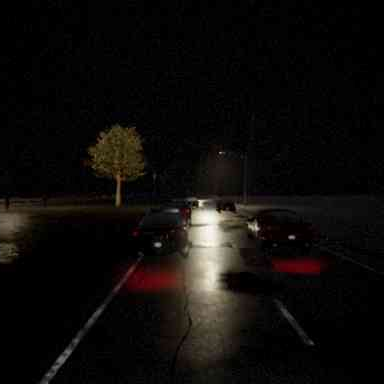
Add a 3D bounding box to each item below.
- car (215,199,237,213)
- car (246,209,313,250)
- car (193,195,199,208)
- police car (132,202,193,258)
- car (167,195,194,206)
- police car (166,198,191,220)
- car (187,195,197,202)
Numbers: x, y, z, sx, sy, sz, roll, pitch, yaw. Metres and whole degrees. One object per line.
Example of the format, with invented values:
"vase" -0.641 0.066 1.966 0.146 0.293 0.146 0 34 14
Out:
"car" 3.608 1.492 36.125 1.812 1.442 4.674 0 0 0
"car" 3.598 1.475 14.460 1.882 1.535 5.008 0 0 0
"car" -0.004 1.498 47.352 2.033 1.411 5.357 0 0 0
"police car" -1.051 1.425 12.899 1.930 1.638 5.238 0 0 0
"car" -1.054 1.336 22.759 2.097 1.767 4.553 0 0 0
"police car" -1.054 1.402 28.899 1.930 1.638 5.238 0 0 0
"car" -0.011 1.344 68.968 1.994 1.385 4.181 0 0 0
